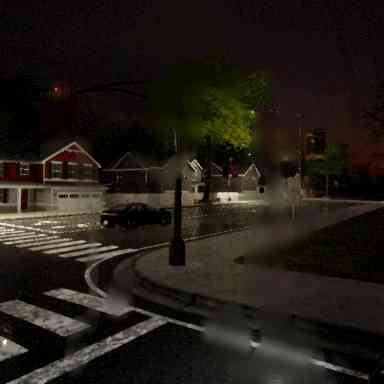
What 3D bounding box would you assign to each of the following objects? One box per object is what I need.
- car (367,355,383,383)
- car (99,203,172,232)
[{"bbox_3d":[3.346,1.506,1.295,4.892,1.490,1.837,0,0,35],"label":"car"},{"bbox_3d":[-3.199,1.386,19.771,2.128,1.511,4.902,1,1,36],"label":"car"}]
